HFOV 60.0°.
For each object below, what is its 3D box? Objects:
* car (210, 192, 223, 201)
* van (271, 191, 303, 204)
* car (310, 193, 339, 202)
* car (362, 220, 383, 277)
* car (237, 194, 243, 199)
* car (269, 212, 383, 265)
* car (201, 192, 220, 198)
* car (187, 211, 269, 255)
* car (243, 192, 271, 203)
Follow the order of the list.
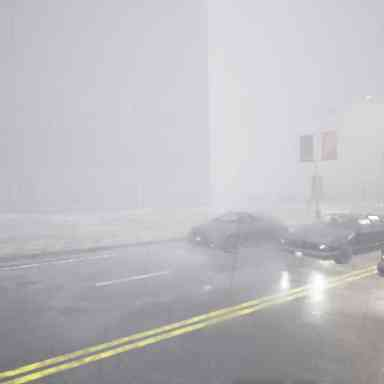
[{"bbox_3d":[3.810,0.816,60.620,1.967,1.590,4.097,-1,1,-35],"label":"car"},{"bbox_3d":[13.638,0.810,46.814,1.690,1.788,3.998,-1,1,-35],"label":"van"},{"bbox_3d":[20.584,0.822,51.761,1.947,1.339,4.313,-1,1,-35],"label":"car"},{"bbox_3d":[6.621,1.423,8.161,5.357,1.411,2.033,-1,0,-36],"label":"car"},{"bbox_3d":[10.754,0.745,65.566,1.802,1.307,4.206,-1,1,-35],"label":"car"},{"bbox_3d":[5.330,1.413,11.369,5.357,1.411,2.033,-1,0,-35],"label":"car"},{"bbox_3d":[4.200,0.639,74.769,1.887,1.381,4.507,-1,1,-35],"label":"car"},{"bbox_3d":[1.864,1.454,12.913,4.181,1.385,1.994,-1,0,-35],"label":"car"},{"bbox_3d":[10.365,1.021,51.419,1.802,1.307,4.206,-1,1,-35],"label":"car"}]
